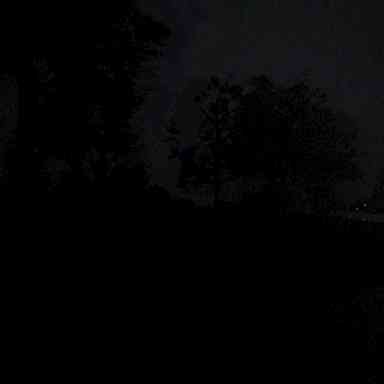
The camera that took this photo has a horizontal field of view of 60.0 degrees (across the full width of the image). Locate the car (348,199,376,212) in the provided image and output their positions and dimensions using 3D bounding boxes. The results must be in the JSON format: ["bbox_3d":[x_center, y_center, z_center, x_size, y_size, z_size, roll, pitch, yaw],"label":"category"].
[{"bbox_3d":[18.691,1.439,36.508,1.895,1.301,4.718,0,0,40],"label":"car"}]
